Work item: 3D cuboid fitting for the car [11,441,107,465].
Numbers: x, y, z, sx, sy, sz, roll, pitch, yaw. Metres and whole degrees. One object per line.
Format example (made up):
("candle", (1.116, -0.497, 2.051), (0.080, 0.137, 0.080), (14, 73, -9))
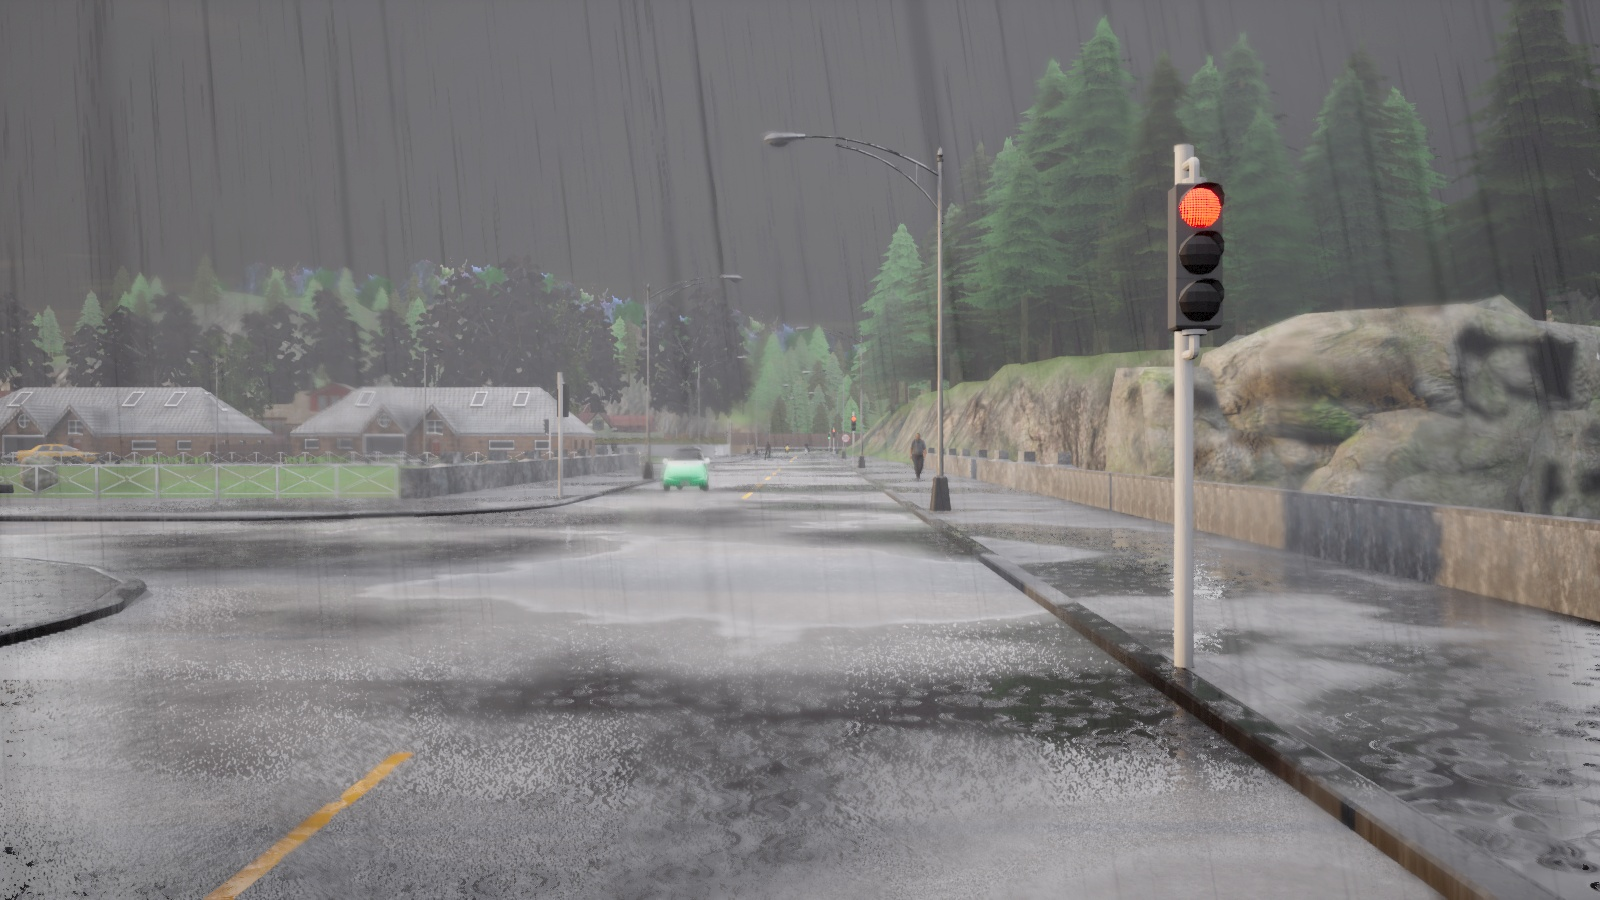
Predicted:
("car", (-49.549, 0.172, 83.993), (5.366, 1.575, 1.801), (0, 0, 1))

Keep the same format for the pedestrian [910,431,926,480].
("pedestrian", (4.464, 0.192, 47.429), (0.540, 1.848, 0.694), (0, 0, 2))

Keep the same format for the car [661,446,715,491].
("car", (-3.512, 0.575, 39.511), (1.481, 1.376, 2.207), (0, 0, 1))
